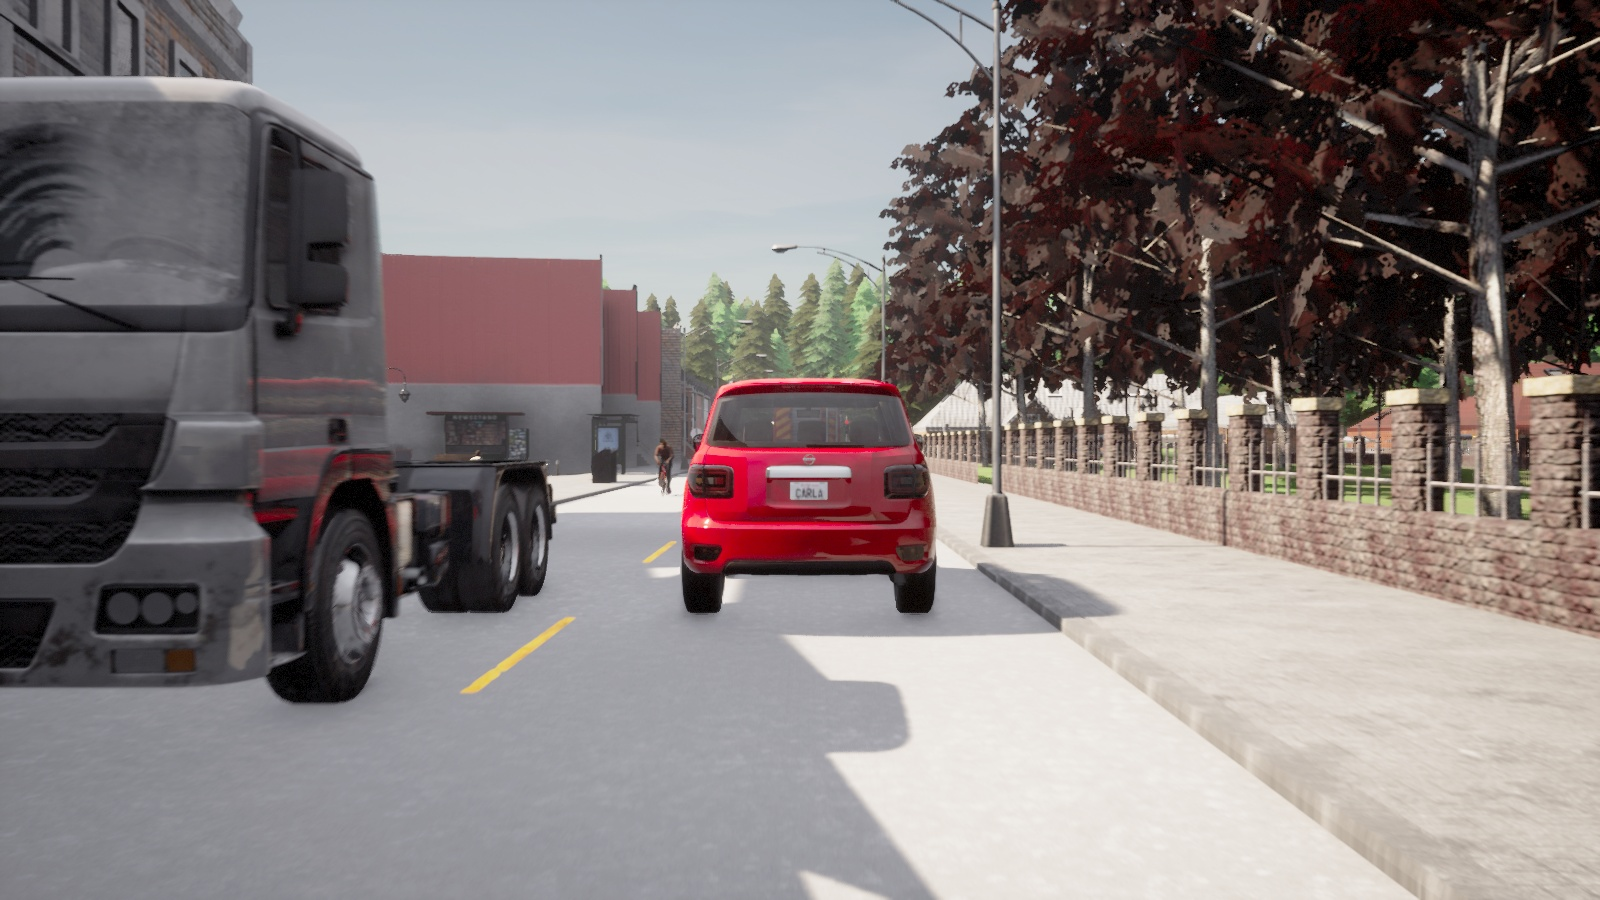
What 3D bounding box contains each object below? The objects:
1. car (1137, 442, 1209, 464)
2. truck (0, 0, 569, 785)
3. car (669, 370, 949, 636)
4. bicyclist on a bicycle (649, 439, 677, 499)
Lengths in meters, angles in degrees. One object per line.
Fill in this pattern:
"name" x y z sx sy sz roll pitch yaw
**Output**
"car" 26.409 0.213 89.054 4.514 1.525 2.007 0 0 -1
"truck" -3.933 -0.292 9.444 2.891 3.462 7.936 0 0 0
"car" 0.083 0.395 12.451 2.150 2.045 5.566 0 0 0
"bicyclist on a bicycle" -3.792 0.499 34.942 0.582 1.620 1.656 0 1 0
